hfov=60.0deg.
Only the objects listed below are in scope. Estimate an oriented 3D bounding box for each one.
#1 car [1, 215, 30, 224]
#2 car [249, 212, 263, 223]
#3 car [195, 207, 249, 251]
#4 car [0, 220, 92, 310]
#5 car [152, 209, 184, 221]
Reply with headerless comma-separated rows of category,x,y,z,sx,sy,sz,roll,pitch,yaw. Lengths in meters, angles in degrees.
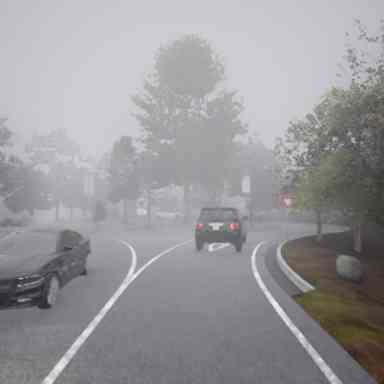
car,-19.432,3.209,36.949,2.033,1.411,5.357,1,-3,-12
car,8.719,3.829,51.781,2.097,1.767,4.553,3,-4,-41
car,1.601,1.794,17.142,2.150,2.045,5.566,-1,-3,12
car,-3.888,1.659,8.373,1.882,1.535,5.008,0,-2,-5
car,-3.999,3.869,56.815,5.566,2.045,2.150,1,-4,1
